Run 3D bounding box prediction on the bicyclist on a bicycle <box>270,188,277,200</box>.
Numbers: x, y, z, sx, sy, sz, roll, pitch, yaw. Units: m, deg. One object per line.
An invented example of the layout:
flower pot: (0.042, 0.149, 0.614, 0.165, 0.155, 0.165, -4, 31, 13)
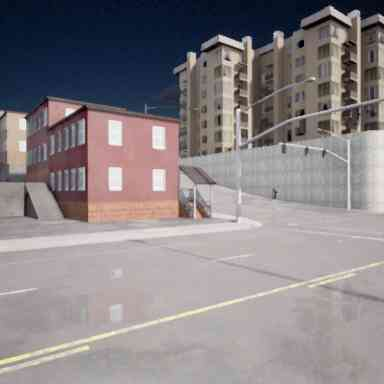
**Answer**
bicyclist on a bicycle: (11.199, 0.271, 45.388, 1.656, 1.620, 0.582, 0, 6, -35)
